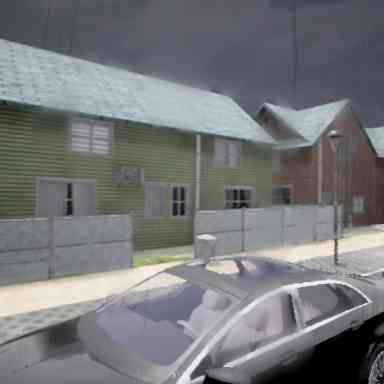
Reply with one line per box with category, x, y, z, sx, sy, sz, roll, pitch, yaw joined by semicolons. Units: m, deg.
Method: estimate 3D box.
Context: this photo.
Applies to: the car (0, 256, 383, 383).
car;0.266;1.496;3.260;4.902;1.511;2.128;0;0;-35
